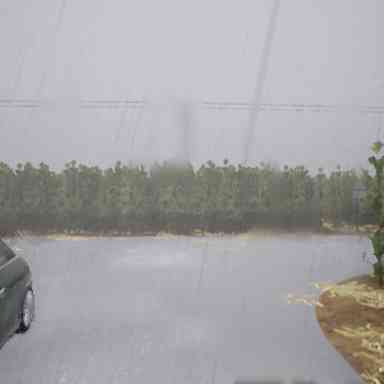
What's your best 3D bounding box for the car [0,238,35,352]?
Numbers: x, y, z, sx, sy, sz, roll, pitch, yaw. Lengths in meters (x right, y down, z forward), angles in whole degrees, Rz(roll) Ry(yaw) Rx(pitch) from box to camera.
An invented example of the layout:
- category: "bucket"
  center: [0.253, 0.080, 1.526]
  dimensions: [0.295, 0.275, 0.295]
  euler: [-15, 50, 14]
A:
- category: "car"
  center: [-3.329, 1.350, 3.569]
  dimensions: [2.097, 1.767, 4.553]
  euler: [0, 0, -11]
